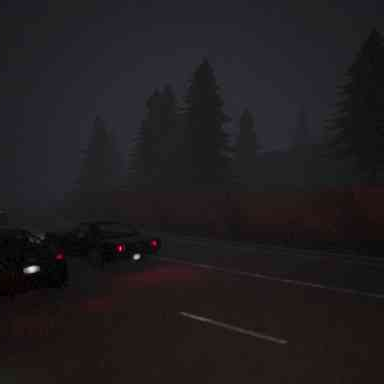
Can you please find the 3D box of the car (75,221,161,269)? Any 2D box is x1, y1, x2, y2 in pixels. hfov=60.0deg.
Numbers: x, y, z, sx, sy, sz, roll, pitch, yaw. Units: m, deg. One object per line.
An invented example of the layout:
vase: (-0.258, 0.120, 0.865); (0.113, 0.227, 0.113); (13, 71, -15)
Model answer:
car: (-3.300, 1.665, 11.537); (4.718, 1.301, 1.895); (0, 0, 43)

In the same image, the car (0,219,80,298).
car: (-4.875, 1.605, 8.315); (4.181, 1.385, 1.994); (0, 0, 41)

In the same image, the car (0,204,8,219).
car: (-15.088, 1.610, 24.868); (2.128, 1.511, 4.902); (0, 0, -36)
